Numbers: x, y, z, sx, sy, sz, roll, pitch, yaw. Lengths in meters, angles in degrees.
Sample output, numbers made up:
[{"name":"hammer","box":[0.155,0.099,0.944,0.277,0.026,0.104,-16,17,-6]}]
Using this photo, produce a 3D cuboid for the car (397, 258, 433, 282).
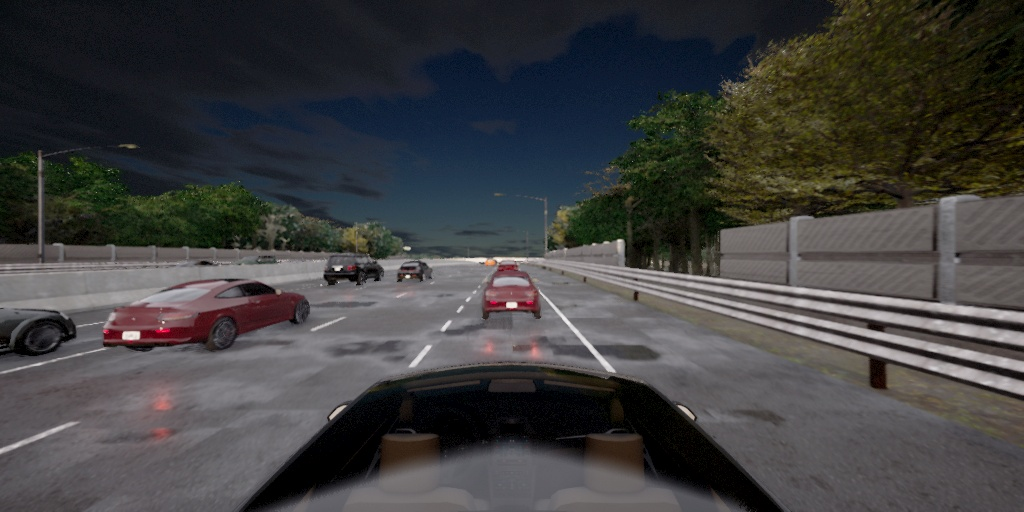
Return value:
[{"name":"car","box":[-7.264,1.150,27.229,1.837,1.490,4.892,0,0,-1]}]

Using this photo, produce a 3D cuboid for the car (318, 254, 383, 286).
[{"name":"car","box":[-10.726,0.893,24.627,2.150,2.045,5.566,0,0,-1]}]

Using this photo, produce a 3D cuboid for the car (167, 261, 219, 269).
[{"name":"car","box":[-32.096,1.220,36.216,1.837,1.490,4.892,0,0,-1]}]

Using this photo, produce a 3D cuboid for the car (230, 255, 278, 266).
[{"name":"car","box":[-28.652,0.925,39.992,2.150,2.045,5.566,0,0,-1]}]

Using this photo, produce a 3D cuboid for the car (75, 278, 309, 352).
[{"name":"car","box":[-6.984,1.272,8.844,1.812,1.442,4.674,0,0,-1]}]

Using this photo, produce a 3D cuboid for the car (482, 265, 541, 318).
[{"name":"car","box":[-0.040,1.226,12.556,1.812,1.442,4.674,0,0,-1]}]

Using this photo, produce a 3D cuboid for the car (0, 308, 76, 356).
[{"name":"car","box":[-10.442,1.337,5.990,1.994,1.385,4.181,0,0,-1]}]

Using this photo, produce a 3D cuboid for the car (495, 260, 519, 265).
[{"name":"car","box":[-0.352,1.077,33.029,1.882,1.535,5.008,0,0,-1]}]

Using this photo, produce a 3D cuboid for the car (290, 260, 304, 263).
[{"name":"car","box":[-25.184,1.186,42.700,2.128,1.511,4.902,0,0,-1]}]

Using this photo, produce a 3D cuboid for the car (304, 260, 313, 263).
[{"name":"car","box":[-21.678,1.184,41.805,1.837,1.490,4.892,0,0,-1]}]
